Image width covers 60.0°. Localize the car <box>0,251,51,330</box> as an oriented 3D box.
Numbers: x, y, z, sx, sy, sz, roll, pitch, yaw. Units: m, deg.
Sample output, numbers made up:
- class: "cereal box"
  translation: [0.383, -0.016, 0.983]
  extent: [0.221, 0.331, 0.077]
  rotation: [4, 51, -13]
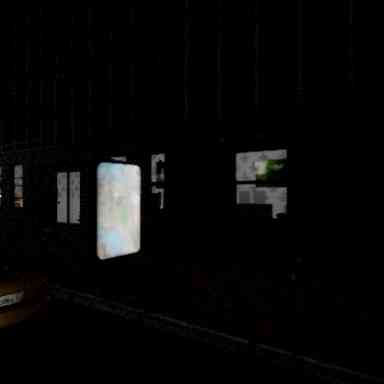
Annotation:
- class: "car"
  translation: [-4.526, 1.513, 6.100]
  extent: [4.829, 1.417, 1.752]
  rotation: [0, 0, 35]
